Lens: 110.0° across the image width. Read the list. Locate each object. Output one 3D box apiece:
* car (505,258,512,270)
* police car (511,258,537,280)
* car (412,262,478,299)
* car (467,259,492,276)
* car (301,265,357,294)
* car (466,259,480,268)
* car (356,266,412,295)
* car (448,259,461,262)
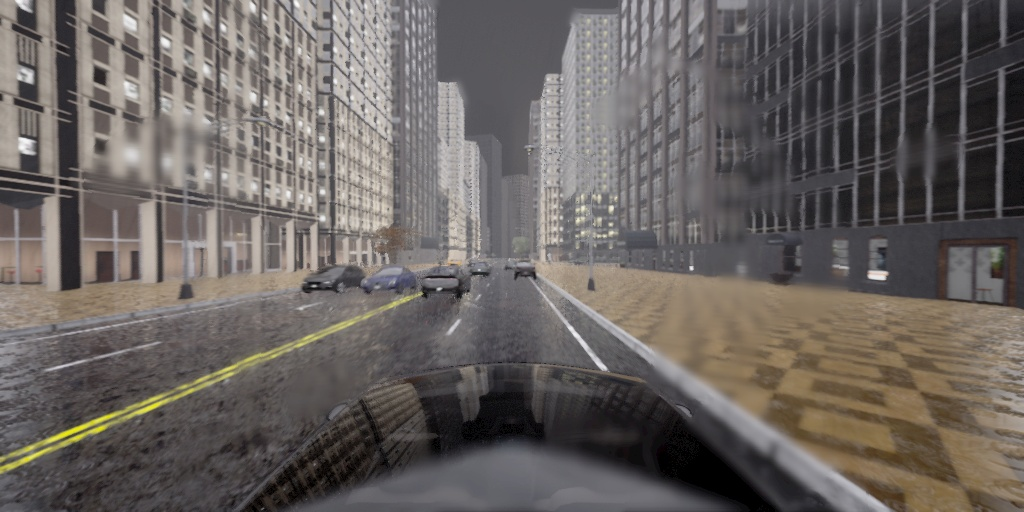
[{"bbox_3d":[-0.005,1.316,52.015,1.994,1.385,4.181,0,0,0],"label":"car"},{"bbox_3d":[1.125,1.176,31.784,1.930,1.638,5.238,0,0,0],"label":"police car"},{"bbox_3d":[-3.157,1.241,17.986,2.128,1.511,4.902,0,0,0],"label":"car"},{"bbox_3d":[-3.165,1.314,36.634,1.994,1.385,4.181,0,0,0],"label":"car"},{"bbox_3d":[-9.851,1.253,20.272,1.837,1.490,4.892,0,0,0],"label":"car"},{"bbox_3d":[-6.554,1.247,61.202,1.837,1.490,4.892,0,0,1],"label":"car"},{"bbox_3d":[-6.602,1.275,19.915,1.812,1.442,4.674,0,0,0],"label":"car"},{"bbox_3d":[-9.801,1.223,61.179,1.882,1.535,5.008,0,0,1],"label":"car"}]
